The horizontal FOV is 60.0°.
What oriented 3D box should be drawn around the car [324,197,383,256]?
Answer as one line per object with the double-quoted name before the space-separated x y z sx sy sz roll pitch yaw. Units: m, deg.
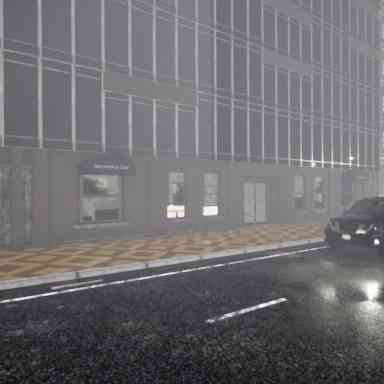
"car" 7.611 1.219 13.264 5.566 2.045 2.150 0 0 -36
